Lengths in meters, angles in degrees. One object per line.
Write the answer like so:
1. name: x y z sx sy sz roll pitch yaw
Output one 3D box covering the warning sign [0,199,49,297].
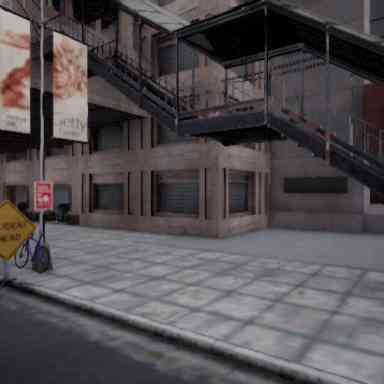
1. warning sign: -3.925 1.099 7.038 1.060 1.860 1.300 0 0 35
